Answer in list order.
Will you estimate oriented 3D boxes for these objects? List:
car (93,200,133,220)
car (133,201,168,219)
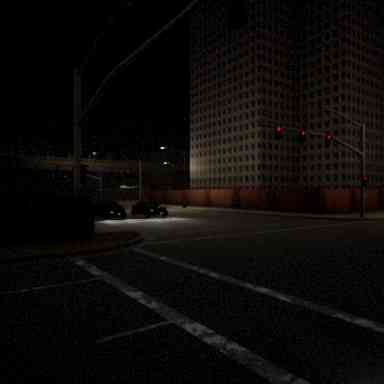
[{"bbox_3d":[-7.152,1.497,28.313,1.837,1.490,4.892,0,0,-35],"label":"car"},{"bbox_3d":[-3.907,1.515,29.814,1.812,1.442,4.674,0,0,-35],"label":"car"}]
